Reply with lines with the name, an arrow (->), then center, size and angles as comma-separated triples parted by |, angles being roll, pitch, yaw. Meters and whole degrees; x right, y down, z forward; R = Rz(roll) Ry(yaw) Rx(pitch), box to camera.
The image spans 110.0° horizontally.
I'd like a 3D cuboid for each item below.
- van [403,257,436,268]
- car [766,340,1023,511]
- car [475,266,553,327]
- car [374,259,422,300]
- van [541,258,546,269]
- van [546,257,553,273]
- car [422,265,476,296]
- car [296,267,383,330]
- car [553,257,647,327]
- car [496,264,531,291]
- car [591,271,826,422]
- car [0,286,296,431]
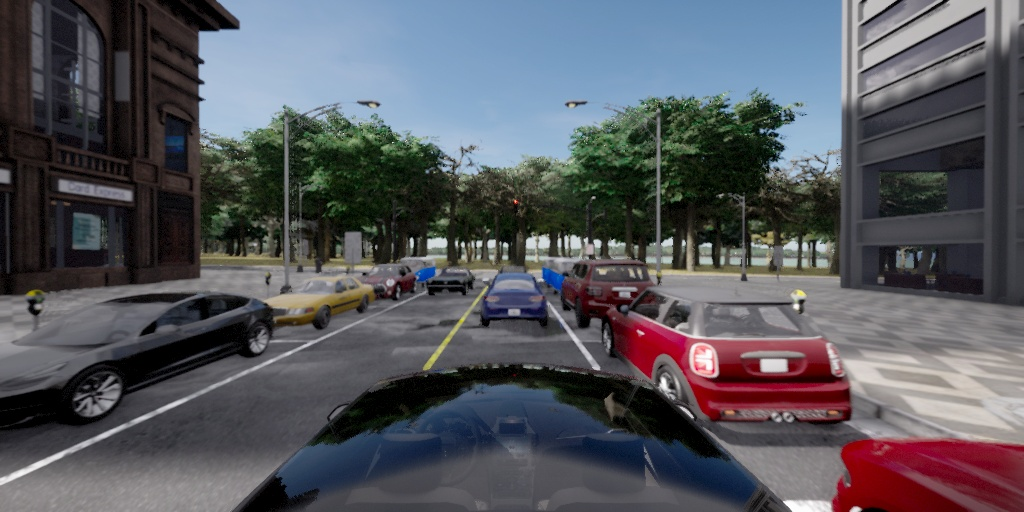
van -> -5.780, 0.970, 22.027 | 1.690, 1.789, 3.998 | 0, 0, 0
car -> 2.765, 1.304, 0.286 | 1.888, 1.381, 4.507 | 0, 0, 0
car -> 0.086, 1.219, 11.202 | 1.812, 1.442, 4.674 | 0, 0, 1
car -> -5.775, 1.101, 16.590 | 1.967, 1.591, 4.097 | 0, 0, 0
van -> 2.745, 0.971, 22.035 | 1.690, 1.789, 3.998 | 0, 0, 0
van -> 2.750, 1.003, 16.598 | 1.690, 1.789, 3.998 | 0, 0, 0
car -> -3.022, 1.251, 18.537 | 1.895, 1.301, 4.718 | 0, 0, 0
car -> -5.770, 1.218, 10.983 | 1.751, 1.417, 4.829 | 0, 0, 0
car -> 2.755, 1.008, 11.160 | 2.192, 1.841, 5.009 | 0, 0, 0
car -> 0.054, 1.232, 21.775 | 1.895, 1.301, 4.718 | 0, 0, -1
car -> 2.760, 1.166, 5.723 | 1.967, 1.591, 4.097 | 0, 0, 0
car -> -5.765, 1.291, 5.715 | 1.948, 1.339, 4.313 | 0, 0, 0
